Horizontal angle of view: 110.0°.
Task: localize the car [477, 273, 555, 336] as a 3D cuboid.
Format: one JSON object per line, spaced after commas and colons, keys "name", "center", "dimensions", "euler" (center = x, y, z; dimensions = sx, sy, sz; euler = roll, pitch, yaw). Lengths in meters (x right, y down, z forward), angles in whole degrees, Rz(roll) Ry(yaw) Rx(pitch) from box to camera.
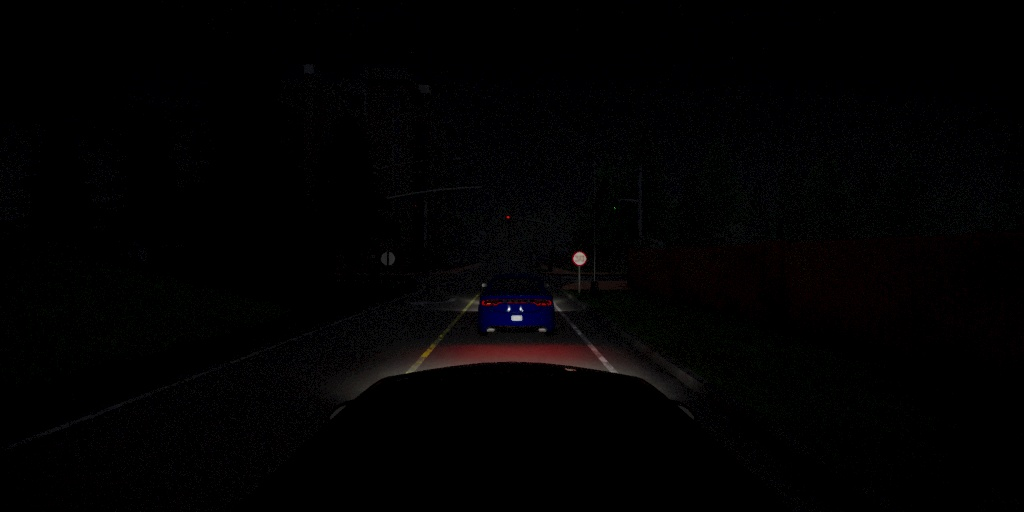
{"name": "car", "center": [0.100, 1.229, 10.436], "dimensions": [1.882, 1.535, 5.008], "euler": [0, 0, 0]}
